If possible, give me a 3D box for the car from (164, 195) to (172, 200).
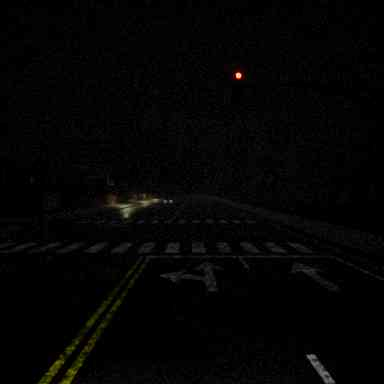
[{"bbox_3d":[-6.325,1.445,87.767,1.837,1.490,4.892,0,0,0],"label":"car"}]
